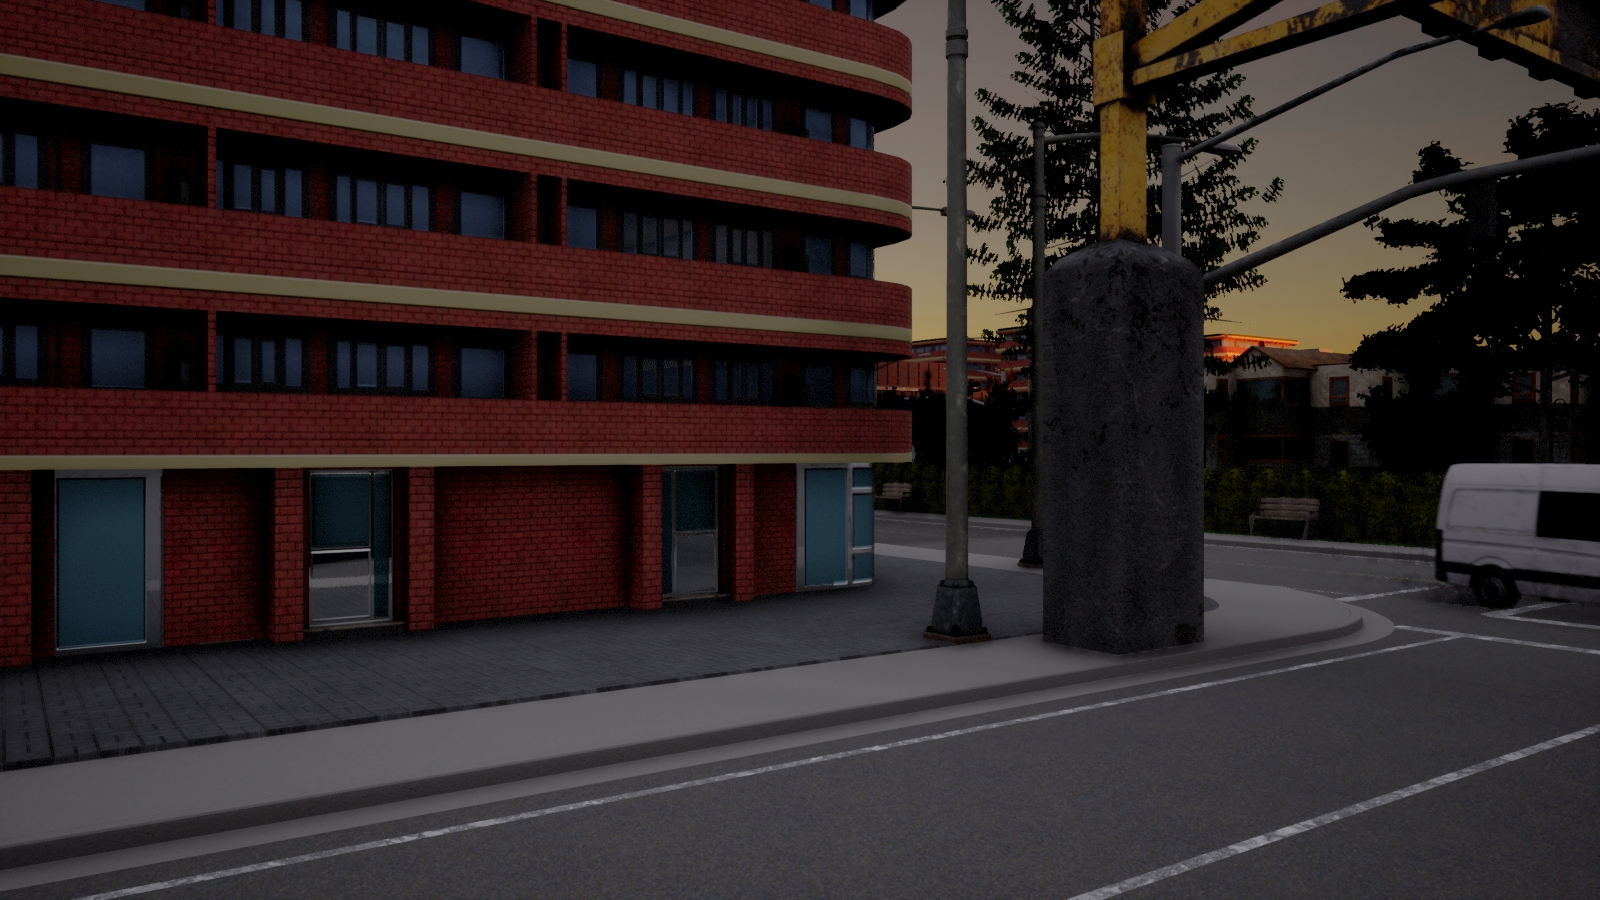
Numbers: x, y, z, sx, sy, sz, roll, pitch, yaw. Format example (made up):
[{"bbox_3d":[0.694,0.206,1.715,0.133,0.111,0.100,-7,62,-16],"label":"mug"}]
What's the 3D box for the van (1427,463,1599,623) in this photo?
[{"bbox_3d":[13.805,1.524,18.949,1.988,2.561,5.915,1,0,-25],"label":"van"}]
